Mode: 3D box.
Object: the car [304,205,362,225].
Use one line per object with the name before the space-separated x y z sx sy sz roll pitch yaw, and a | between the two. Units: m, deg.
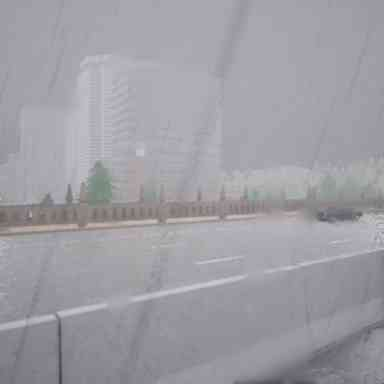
car | 10.313 1.604 24.229 4.718 1.301 1.895 0 0 -35
